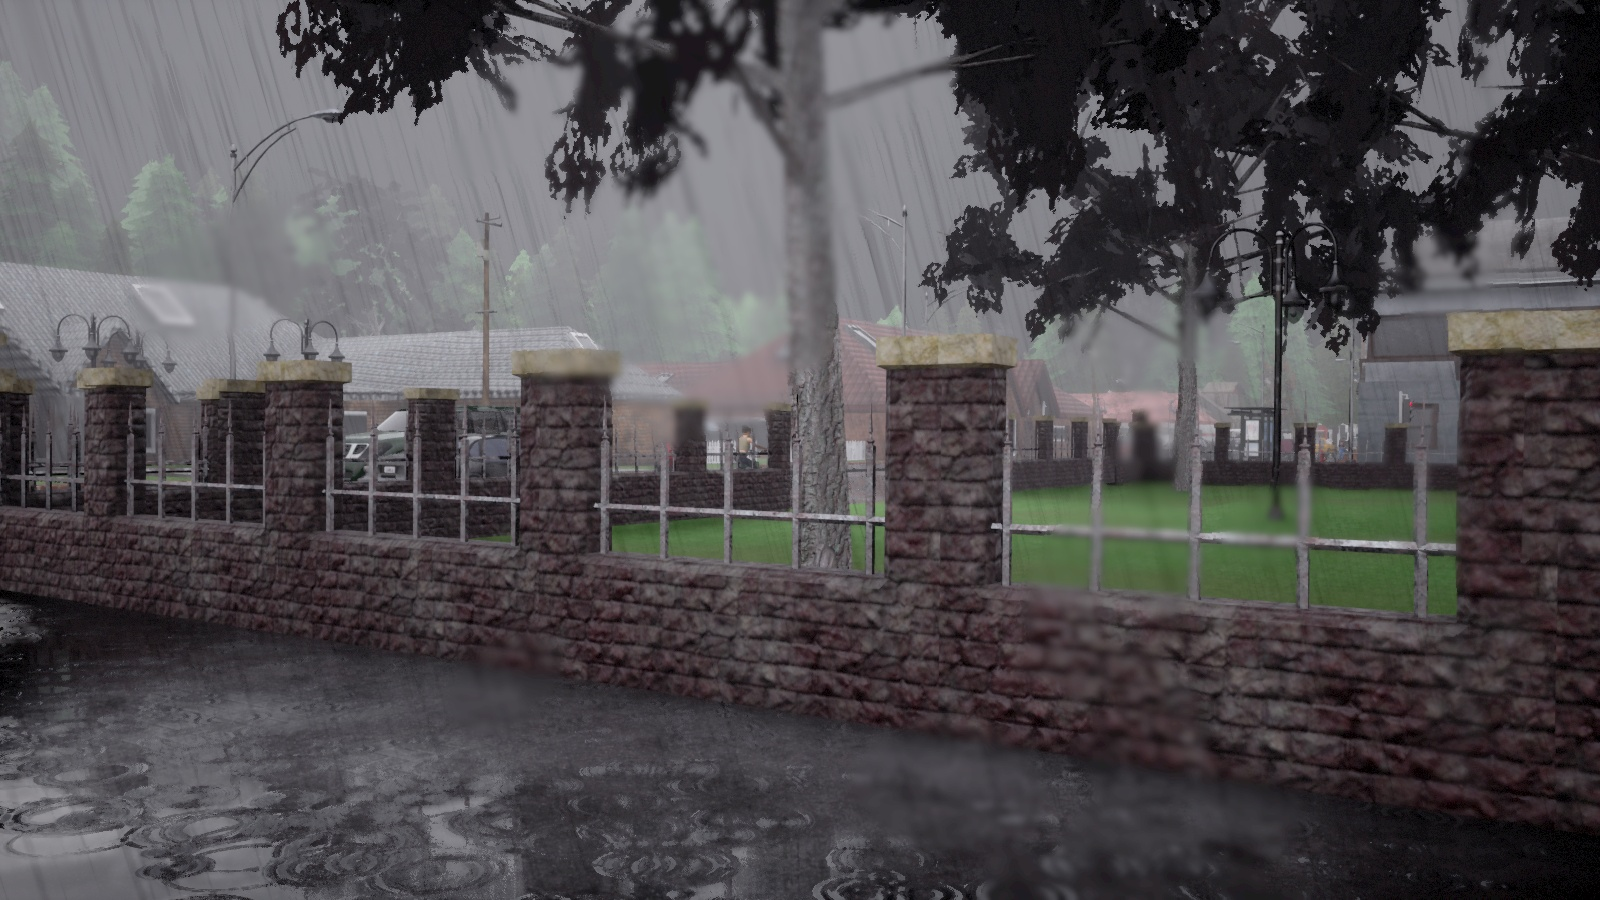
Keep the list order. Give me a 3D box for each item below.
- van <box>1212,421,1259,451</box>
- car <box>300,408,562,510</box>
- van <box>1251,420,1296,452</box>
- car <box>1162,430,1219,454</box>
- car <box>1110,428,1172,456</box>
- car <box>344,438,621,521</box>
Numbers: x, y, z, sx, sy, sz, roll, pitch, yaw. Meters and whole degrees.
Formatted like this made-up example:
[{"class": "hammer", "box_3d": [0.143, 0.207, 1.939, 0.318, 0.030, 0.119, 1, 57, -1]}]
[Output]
[{"class": "van", "box_3d": [30.515, -1.023, 87.896, 2.069, 2.038, 4.480, 0, 1, 33]}, {"class": "car", "box_3d": [-8.111, 0.138, 28.252, 2.150, 2.045, 5.566, 0, 1, 33]}, {"class": "van", "box_3d": [30.330, -0.887, 80.312, 1.775, 1.987, 4.442, 0, 1, 33]}, {"class": "car", "box_3d": [24.546, -0.519, 78.783, 2.033, 1.411, 5.357, 0, 1, 33]}, {"class": "car", "box_3d": [19.229, -0.460, 70.638, 2.007, 1.525, 4.514, 0, 1, 34]}, {"class": "car", "box_3d": [-6.040, 0.496, 24.689, 2.033, 1.411, 5.357, 0, 1, 32]}]
